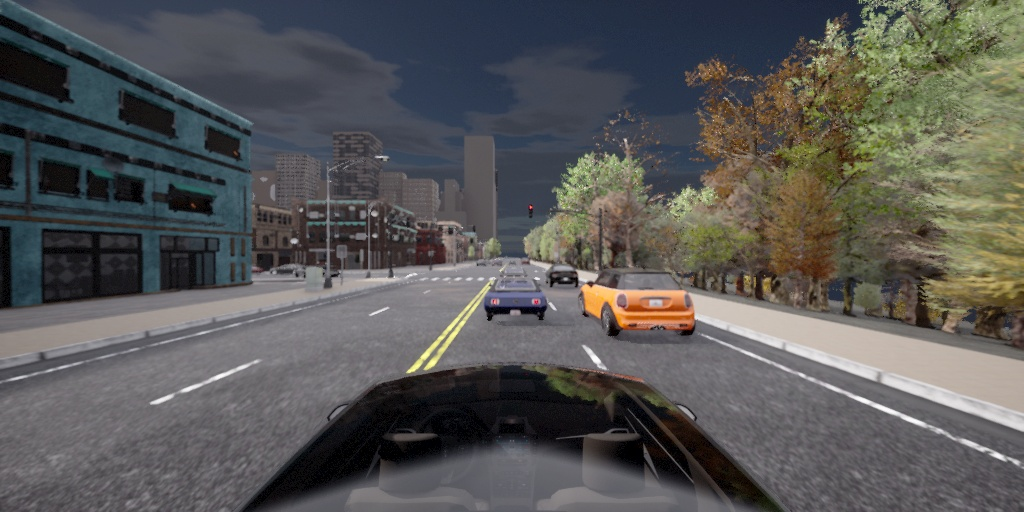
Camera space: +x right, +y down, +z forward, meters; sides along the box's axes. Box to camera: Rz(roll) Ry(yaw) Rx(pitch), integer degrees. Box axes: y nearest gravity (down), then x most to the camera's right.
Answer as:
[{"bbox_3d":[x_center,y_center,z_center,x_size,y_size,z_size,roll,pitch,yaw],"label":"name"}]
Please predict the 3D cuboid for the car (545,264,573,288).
[{"bbox_3d":[3.370,1.296,24.786,1.882,1.535,5.008,0,0,1],"label":"car"}]

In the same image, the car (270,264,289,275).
[{"bbox_3d":[-28.242,1.696,45.425,4.403,1.370,2.007,0,0,0],"label":"car"}]

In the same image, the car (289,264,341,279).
[{"bbox_3d":[-19.917,1.673,36.906,4.313,1.339,1.948,0,0,0],"label":"car"}]

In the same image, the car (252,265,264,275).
[{"bbox_3d":[-33.778,1.791,45.437,4.207,1.307,1.802,0,0,0],"label":"car"}]

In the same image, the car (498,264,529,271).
[{"bbox_3d":[0.121,1.420,24.944,1.895,1.301,4.718,0,0,0],"label":"car"}]

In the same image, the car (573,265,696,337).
[{"bbox_3d":[3.357,1.128,10.543,2.097,1.767,4.553,0,0,-1],"label":"car"}]

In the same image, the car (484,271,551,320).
[{"bbox_3d":[0.109,1.383,12.744,1.895,1.301,4.718,0,0,0],"label":"car"}]
